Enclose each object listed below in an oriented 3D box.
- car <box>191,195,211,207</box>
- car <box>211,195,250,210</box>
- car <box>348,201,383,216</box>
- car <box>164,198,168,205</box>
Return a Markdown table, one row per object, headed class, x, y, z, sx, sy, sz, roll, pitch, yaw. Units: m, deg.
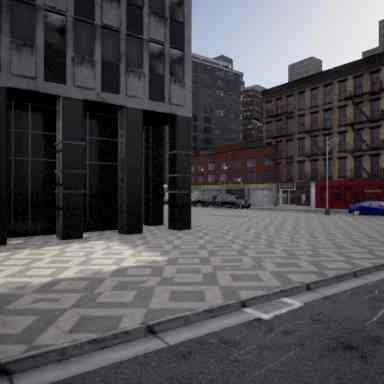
| class | x | y | z | sx | sy | sz | roll | pitch | yaw |
| --- | --- | --- | --- | --- | --- | --- | --- | --- | --- |
| car | 2.176 | 1.520 | 56.661 | 2.150 | 2.045 | 5.566 | 0 | 0 | -36 |
| car | 5.647 | 1.451 | 46.602 | 2.150 | 2.045 | 5.566 | 0 | 0 | -36 |
| car | 17.181 | 1.576 | 30.845 | 1.882 | 1.535 | 5.008 | 0 | 0 | -37 |
| car | -4.045 | 1.842 | 65.059 | 1.837 | 1.490 | 4.892 | 0 | 0 | -36 |
